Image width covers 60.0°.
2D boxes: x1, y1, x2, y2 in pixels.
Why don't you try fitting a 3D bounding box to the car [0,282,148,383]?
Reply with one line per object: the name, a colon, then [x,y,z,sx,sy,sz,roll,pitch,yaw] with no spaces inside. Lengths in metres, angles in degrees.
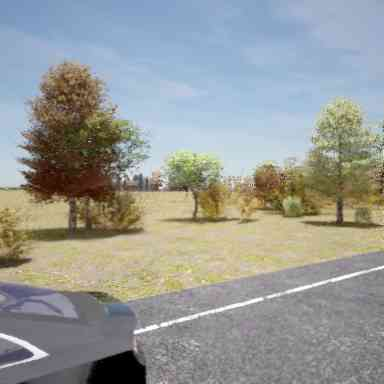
car: [-2.650,1.486,2.103,4.902,1.511,2.128,0,0,-35]
